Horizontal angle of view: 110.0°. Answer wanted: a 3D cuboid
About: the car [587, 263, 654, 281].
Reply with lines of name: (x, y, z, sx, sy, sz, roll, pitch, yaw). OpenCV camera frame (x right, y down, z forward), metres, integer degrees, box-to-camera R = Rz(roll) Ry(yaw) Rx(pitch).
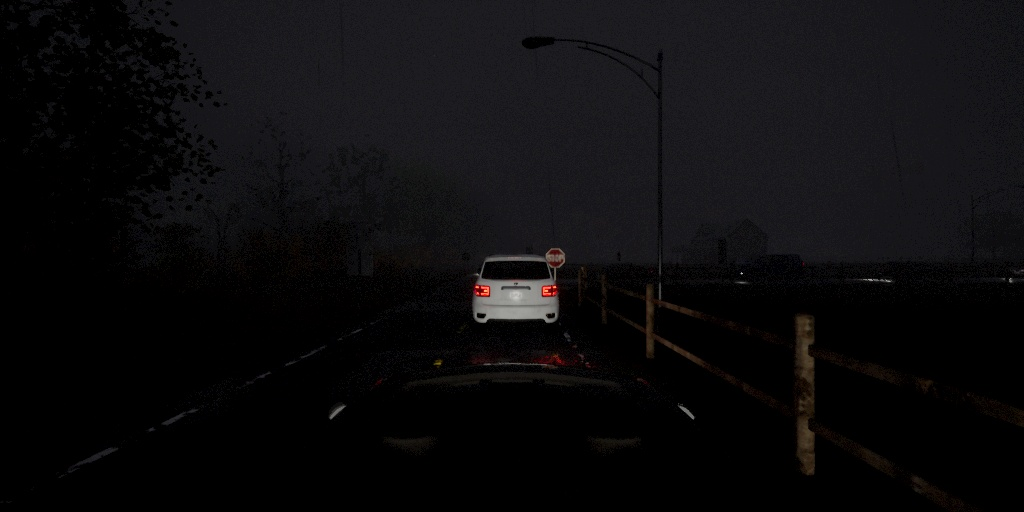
car: (8.519, 1.264, 28.873, 5.357, 1.411, 2.033, 0, 0, 4)

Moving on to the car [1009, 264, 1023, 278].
car: (43.249, 1.086, 29.058, 4.674, 1.442, 1.812, 0, 0, 0)

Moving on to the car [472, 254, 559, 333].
car: (0.098, 0.971, 10.831, 2.150, 2.045, 5.566, 0, 0, 0)

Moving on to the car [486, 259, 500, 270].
car: (-2.827, 1.239, 53.384, 1.812, 1.442, 4.674, 0, 0, 0)

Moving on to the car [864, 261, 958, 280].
car: (32.077, 1.161, 28.908, 5.357, 1.411, 2.033, 0, 0, -1)

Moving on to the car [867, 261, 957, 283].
car: (29.026, 1.095, 25.913, 4.902, 1.511, 2.128, 0, 0, -1)

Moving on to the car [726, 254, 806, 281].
car: (20.273, 0.880, 28.718, 5.566, 2.045, 2.150, -1, 0, -1)

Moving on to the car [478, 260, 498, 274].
car: (-2.837, 1.277, 43.119, 2.033, 1.411, 5.357, 0, 0, 0)
